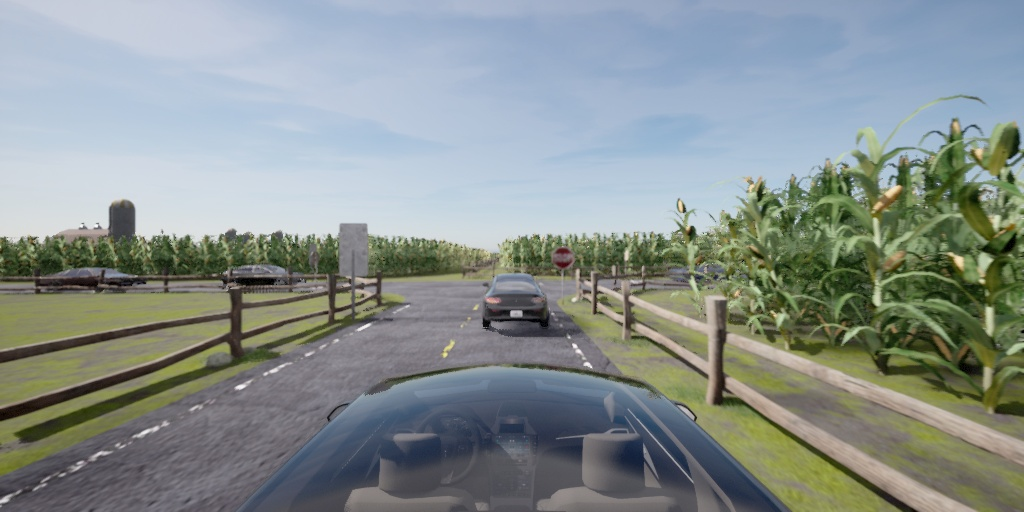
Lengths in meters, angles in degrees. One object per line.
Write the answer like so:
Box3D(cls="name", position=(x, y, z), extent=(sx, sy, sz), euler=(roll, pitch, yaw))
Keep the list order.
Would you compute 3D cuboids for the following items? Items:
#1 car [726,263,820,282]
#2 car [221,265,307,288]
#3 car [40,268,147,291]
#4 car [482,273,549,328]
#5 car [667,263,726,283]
Box3D(cls="car", position=(17.461, 1.154, 23.385), extent=(5.357, 1.411, 2.033), euler=(0, 0, 2))
Box3D(cls="car", position=(-16.021, 1.342, 23.314), extent=(4.902, 1.511, 2.128), euler=(-1, 0, 0))
Box3D(cls="car", position=(-27.204, 1.487, 23.334), extent=(5.357, 1.411, 2.033), euler=(0, 0, 0))
Box3D(cls="car", position=(0.043, 1.266, 11.196), extent=(1.812, 1.442, 4.674), euler=(0, 0, -2))
Box3D(cls="car", position=(13.622, 1.174, 26.228), extent=(4.181, 1.385, 1.994), euler=(0, 0, 0))
